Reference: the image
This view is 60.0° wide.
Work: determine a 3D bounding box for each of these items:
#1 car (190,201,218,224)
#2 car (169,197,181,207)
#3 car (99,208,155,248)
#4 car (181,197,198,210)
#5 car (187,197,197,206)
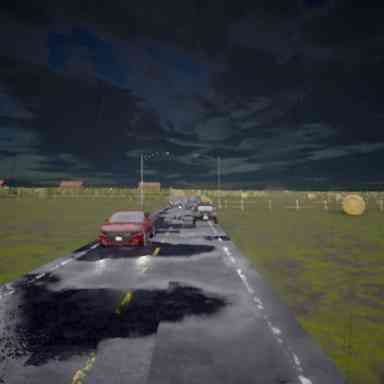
[{"bbox_3d":[0.957,1.638,25.543,1.812,1.442,4.674,0,0,0],"label":"car"},{"bbox_3d":[-2.816,1.592,57.088,2.097,1.767,4.553,0,0,0],"label":"car"},{"bbox_3d":[-2.853,1.546,15.421,1.882,1.535,5.008,0,0,0],"label":"car"},{"bbox_3d":[0.011,1.689,46.277,2.128,1.511,4.902,0,0,0],"label":"car"},{"bbox_3d":[-0.013,1.731,60.592,1.882,1.535,5.008,0,0,0],"label":"car"}]
